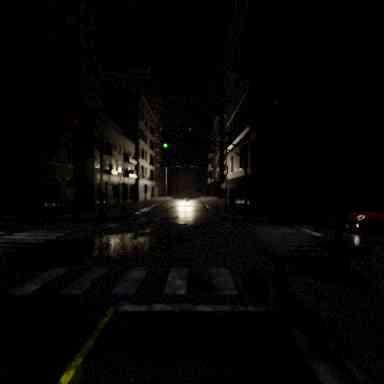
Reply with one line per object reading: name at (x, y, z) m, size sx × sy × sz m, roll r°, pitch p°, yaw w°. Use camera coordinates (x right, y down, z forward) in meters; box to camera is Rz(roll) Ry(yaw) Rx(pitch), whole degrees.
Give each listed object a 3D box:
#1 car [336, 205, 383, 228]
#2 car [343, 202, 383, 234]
car at (11.648, 1.558, 21.070) m, size 4.206 × 1.307 × 1.802 m, roll 1°, pitch 0°, yaw 0°
car at (10.883, 1.351, 18.496) m, size 4.553 × 1.767 × 2.097 m, roll 1°, pitch 1°, yaw 0°
